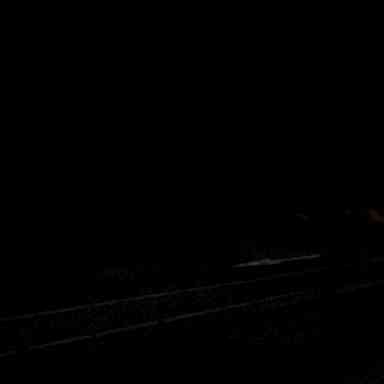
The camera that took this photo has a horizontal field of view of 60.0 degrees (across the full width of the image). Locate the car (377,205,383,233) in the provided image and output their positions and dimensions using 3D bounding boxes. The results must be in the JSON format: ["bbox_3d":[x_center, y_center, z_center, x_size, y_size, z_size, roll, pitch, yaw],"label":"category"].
[{"bbox_3d":[11.016,1.818,22.343,5.366,1.575,1.946,-1,-1,39],"label":"car"}]

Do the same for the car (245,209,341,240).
[{"bbox_3d":[5.360,1.734,18.713,4.892,1.521,2.231,-1,-2,39],"label":"car"}]

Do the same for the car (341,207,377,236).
[{"bbox_3d":[8.267,1.778,20.465,4.892,1.521,2.231,-1,-1,39],"label":"car"}]
